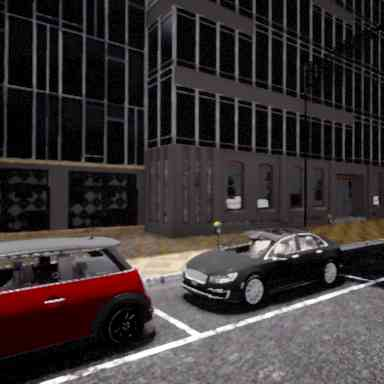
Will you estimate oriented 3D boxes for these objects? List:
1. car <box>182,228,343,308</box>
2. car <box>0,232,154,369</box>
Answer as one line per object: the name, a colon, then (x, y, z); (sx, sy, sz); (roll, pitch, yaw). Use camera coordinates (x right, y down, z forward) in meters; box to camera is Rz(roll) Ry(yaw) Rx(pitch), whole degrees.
car: (1.824, 1.565, 7.867); (4.403, 1.369, 2.008); (0, 0, -36)
car: (-2.680, 1.441, 4.644); (4.097, 1.590, 1.967); (0, 0, -36)
